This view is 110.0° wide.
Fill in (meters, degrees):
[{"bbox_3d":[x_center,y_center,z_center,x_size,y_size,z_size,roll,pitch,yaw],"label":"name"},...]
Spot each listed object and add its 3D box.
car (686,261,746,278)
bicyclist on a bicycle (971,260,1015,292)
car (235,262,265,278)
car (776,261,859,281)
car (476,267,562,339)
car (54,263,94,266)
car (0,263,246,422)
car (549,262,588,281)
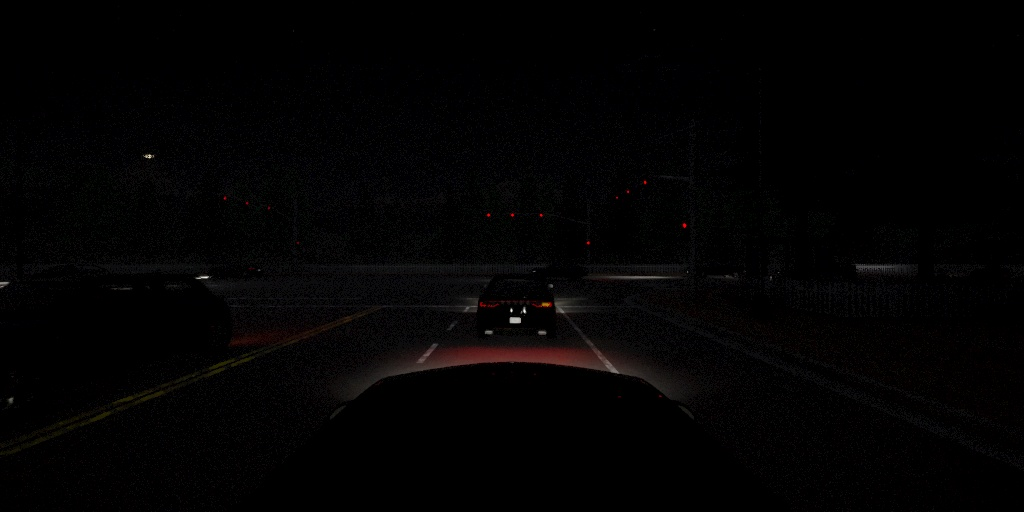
[{"bbox_3d":[18.416,1.186,32.506,4.902,1.511,2.128,0,0,1],"label":"car"},{"bbox_3d":[22.821,0.995,17.030,0.582,1.620,1.656,0,0,0],"label":"bicyclist on a bicycle"},{"bbox_3d":[-25.122,1.258,32.792,4.181,1.385,1.994,0,0,0],"label":"car"},{"bbox_3d":[24.578,1.242,28.976,5.357,1.411,2.033,0,0,1],"label":"car"},{"bbox_3d":[0.173,1.228,10.168,1.882,1.535,5.008,0,0,2],"label":"car"},{"bbox_3d":[-26.580,1.220,22.081,4.674,1.442,1.812,0,0,0],"label":"car"},{"bbox_3d":[-7.065,1.103,5.751,2.097,1.767,4.553,0,0,0],"label":"car"},{"bbox_3d":[3.806,1.230,29.121,4.674,1.442,1.812,0,0,0],"label":"car"}]
